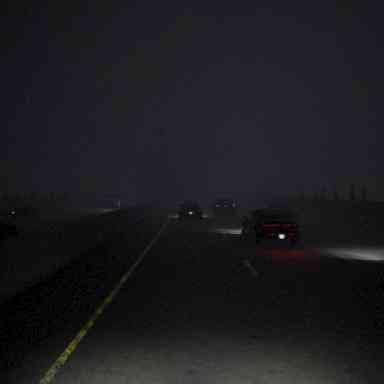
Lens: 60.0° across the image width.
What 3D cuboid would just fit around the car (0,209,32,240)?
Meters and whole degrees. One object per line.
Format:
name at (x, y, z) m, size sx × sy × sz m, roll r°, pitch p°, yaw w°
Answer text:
car at (-7.113, 1.497, 9.919) m, size 2.128 × 1.511 × 4.902 m, roll 0°, pitch 0°, yaw 0°

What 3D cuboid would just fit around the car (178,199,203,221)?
car at (-0.159, 1.578, 27.525) m, size 1.994 × 1.385 × 4.181 m, roll 0°, pitch 0°, yaw -1°

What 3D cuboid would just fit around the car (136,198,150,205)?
car at (-8.083, 1.629, 55.145) m, size 1.895 × 1.301 × 4.718 m, roll 0°, pitch 0°, yaw -1°

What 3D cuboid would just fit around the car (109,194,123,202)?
car at (-15.403, 1.242, 67.768) m, size 1.812 × 1.442 × 4.674 m, roll 0°, pitch 0°, yaw -2°

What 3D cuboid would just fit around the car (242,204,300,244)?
car at (3.565, 1.513, 15.707) m, size 1.837 × 1.490 × 4.892 m, roll 0°, pitch 0°, yaw 0°

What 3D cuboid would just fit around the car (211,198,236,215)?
car at (3.173, 1.369, 33.897) m, size 2.097 × 1.767 × 4.553 m, roll 0°, pitch 0°, yaw -2°

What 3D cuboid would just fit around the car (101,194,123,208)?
car at (-11.395, 1.250, 47.621) m, size 2.150 × 2.045 × 5.566 m, roll 0°, pitch 0°, yaw -1°

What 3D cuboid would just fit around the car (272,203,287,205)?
car at (6.866, 1.577, 26.583) m, size 1.994 × 1.385 × 4.181 m, roll 0°, pitch 0°, yaw -1°

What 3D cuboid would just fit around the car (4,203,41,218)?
car at (-14.344, 1.615, 27.359) m, size 1.895 × 1.301 × 4.718 m, roll 0°, pitch 0°, yaw -2°
